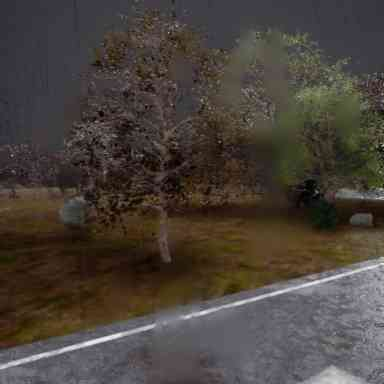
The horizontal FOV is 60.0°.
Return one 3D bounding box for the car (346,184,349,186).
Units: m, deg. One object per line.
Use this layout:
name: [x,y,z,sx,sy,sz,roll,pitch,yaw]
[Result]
car: [35.054,-1.814,78.222,4.892,1.490,1.837,-7,4,-36]
